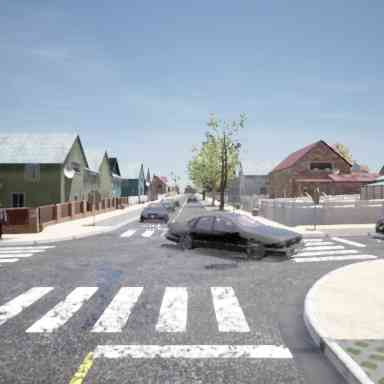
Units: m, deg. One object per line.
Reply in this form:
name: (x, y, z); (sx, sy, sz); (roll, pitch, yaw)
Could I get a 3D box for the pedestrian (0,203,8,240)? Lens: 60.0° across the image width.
pedestrian: (-9.696, 1.463, 16.793); (0.375, 1.860, 0.375); (0, 0, 0)

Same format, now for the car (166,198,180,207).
car: (-2.839, 1.603, 50.745); (1.895, 1.301, 4.718); (0, 0, 0)

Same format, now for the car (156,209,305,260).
car: (1.347, 1.530, 12.527); (5.357, 1.411, 2.033); (-1, 1, 40)

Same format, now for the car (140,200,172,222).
car: (-2.864, 1.568, 25.876); (1.994, 1.385, 4.181); (0, 0, -1)

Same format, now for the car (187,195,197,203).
car: (0.076, 1.347, 68.884); (2.097, 1.767, 4.553); (0, 0, 0)

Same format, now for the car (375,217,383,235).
car: (10.349, 1.220, 14.005); (4.892, 1.490, 1.837); (-2, -1, 0)

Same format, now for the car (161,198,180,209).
car: (-2.857, 1.495, 38.324); (2.128, 1.511, 4.902); (0, 0, 0)
